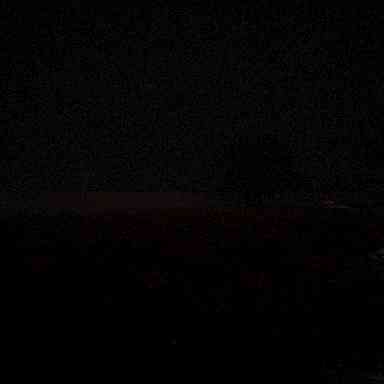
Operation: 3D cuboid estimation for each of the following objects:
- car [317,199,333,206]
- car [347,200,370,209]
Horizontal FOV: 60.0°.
[{"bbox_3d":[27.637,2.181,69.466,1.895,1.301,4.718,1,-1,2],"label":"car"},{"bbox_3d":[27.024,2.008,54.256,1.895,1.301,4.718,1,-1,3],"label":"car"}]
